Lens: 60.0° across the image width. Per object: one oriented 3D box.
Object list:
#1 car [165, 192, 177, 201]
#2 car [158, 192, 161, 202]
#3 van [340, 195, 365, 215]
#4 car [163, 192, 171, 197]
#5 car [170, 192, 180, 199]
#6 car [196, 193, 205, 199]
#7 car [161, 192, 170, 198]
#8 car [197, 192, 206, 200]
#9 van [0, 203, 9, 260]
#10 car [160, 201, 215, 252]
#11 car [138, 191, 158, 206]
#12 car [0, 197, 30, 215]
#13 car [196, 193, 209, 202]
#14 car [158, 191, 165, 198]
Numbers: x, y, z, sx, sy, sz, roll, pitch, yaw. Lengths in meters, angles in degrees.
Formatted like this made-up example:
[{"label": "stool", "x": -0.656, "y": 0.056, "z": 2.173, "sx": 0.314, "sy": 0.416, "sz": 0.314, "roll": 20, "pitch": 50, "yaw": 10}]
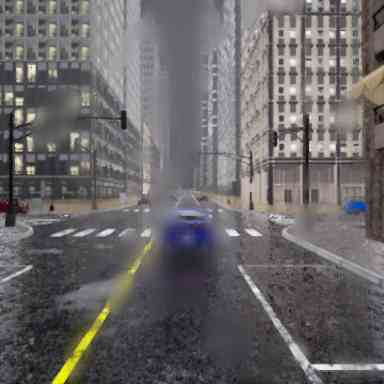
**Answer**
[{"label": "car", "x": -3.779, "y": 0.994, "z": 60.507, "sx": 1.895, "sy": 1.301, "sz": 4.718, "roll": 0, "pitch": 1, "yaw": 0}, {"label": "car", "x": -6.297, "y": 1.071, "z": 50.836, "sx": 1.802, "sy": 1.307, "sz": 4.206, "roll": 1, "pitch": 1, "yaw": -1}, {"label": "van", "x": 15.618, "y": 1.154, "z": 30.034, "sx": 3.998, "sy": 1.788, "sz": 1.690, "roll": 0, "pitch": -1, "yaw": -1}, {"label": "car", "x": -6.771, "y": 0.651, "z": 89.857, "sx": 2.008, "sy": 1.369, "sz": 4.403, "roll": 1, "pitch": 1, "yaw": -1}, {"label": "car", "x": -3.928, "y": 0.758, "z": 76.172, "sx": 2.033, "sy": 1.411, "sz": 5.357, "roll": 0, "pitch": 1, "yaw": -1}, {"label": "car", "x": 1.811, "y": 0.832, "z": 73.305, "sx": 1.947, "sy": 1.339, "sz": 4.313, "roll": 1, "pitch": 1, "yaw": -1}, {"label": "car", "x": -6.703, "y": 0.700, "z": 84.282, "sx": 1.887, "sy": 1.381, "sz": 4.507, "roll": 1, "pitch": 1, "yaw": -1}, {"label": "car", "x": 1.878, "y": 0.846, "z": 67.898, "sx": 1.752, "sy": 1.417, "sz": 4.829, "roll": 1, "pitch": 1, "yaw": -1}, {"label": "van", "x": -5.898, "y": 1.267, "z": 7.196, "sx": 1.690, "sy": 1.788, "sz": 3.998, "roll": 1, "pitch": 1, "yaw": -1}, {"label": "car", "x": -0.173, "y": 1.344, "z": 13.241, "sx": 1.882, "sy": 1.535, "sz": 5.008, "roll": 0, "pitch": 1, "yaw": -1}, {"label": "car", "x": -6.226, "y": 0.985, "z": 45.260, "sx": 1.967, "sy": 1.590, "sz": 4.097, "roll": 1, "pitch": 1, "yaw": -1}, {"label": "car", "x": -16.855, "y": 1.197, "z": 29.711, "sx": 4.097, "sy": 1.590, "sz": 1.967, "roll": 0, "pitch": -1, "yaw": -1}, {"label": "car", "x": 2.014, "y": 1.015, "z": 56.574, "sx": 1.802, "sy": 1.307, "sz": 4.206, "roll": 1, "pitch": 1, "yaw": -1}, {"label": "car", "x": -6.359, "y": 0.749, "z": 56.408, "sx": 2.192, "sy": 1.841, "sz": 5.009, "roll": 1, "pitch": 1, "yaw": -1}]
